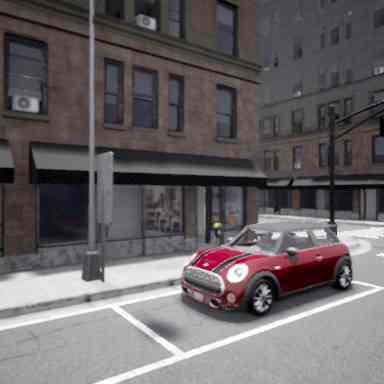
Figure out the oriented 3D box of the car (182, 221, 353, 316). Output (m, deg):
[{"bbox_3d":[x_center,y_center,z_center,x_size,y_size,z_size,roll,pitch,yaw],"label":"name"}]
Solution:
[{"bbox_3d":[1.748,1.446,7.436,4.097,1.590,1.967,0,0,-36],"label":"car"}]
